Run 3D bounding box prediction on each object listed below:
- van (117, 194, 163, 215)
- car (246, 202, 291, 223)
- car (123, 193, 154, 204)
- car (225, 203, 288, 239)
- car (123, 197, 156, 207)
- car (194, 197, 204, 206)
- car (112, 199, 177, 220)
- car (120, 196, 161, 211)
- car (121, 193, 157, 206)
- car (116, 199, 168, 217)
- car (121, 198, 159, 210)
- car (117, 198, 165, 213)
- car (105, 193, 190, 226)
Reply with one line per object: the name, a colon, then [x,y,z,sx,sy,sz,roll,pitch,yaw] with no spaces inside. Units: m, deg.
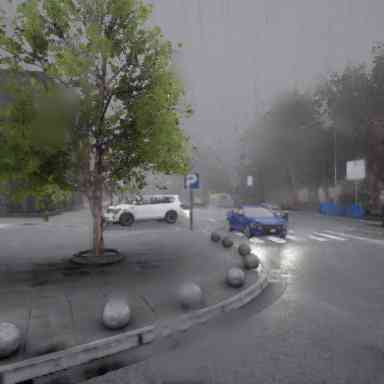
van: [-5.478,1.264,35.459,4.442,1.987,1.878,-1,0,-30]
car: [5.891,1.563,26.226,1.994,1.385,4.181,0,0,-10]
car: [-10.476,1.269,65.140,5.566,2.045,2.435,-1,0,-30]
car: [3.215,1.476,17.547,1.882,1.535,5.008,0,0,-11]
car: [-8.425,1.528,53.299,4.792,1.488,2.163,-1,0,-30]
car: [0.724,1.577,55.584,1.994,1.385,4.181,0,0,-10]
car: [-4.178,1.481,29.698,5.366,1.575,1.946,-1,0,-30]
car: [-6.438,1.364,41.431,4.553,1.767,2.185,-1,0,-30]
car: [-8.936,1.251,56.255,5.566,2.045,2.435,-1,0,-30]
car: [-4.864,1.527,32.564,4.674,1.452,2.002,-1,0,-30]
car: [-6.919,1.531,44.401,4.674,1.452,2.002,-1,0,-30]
car: [-5.884,1.489,38.479,5.008,1.535,2.097,-1,0,-30]
car: [-3.315,1.234,23.663,5.566,2.045,2.435,-1,0,-30]
